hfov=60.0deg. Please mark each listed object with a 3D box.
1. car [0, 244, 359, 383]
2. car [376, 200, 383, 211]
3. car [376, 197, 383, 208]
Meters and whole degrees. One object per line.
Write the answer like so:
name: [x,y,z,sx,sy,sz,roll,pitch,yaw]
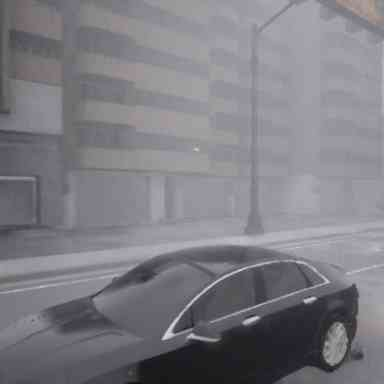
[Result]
car: [0.143,1.498,4.088,4.892,1.490,1.837,0,0,-35]
car: [22.778,1.406,36.618,2.038,1.542,4.974,0,0,-10]
car: [22.768,1.248,36.668,1.853,1.218,4.536,0,0,-10]
